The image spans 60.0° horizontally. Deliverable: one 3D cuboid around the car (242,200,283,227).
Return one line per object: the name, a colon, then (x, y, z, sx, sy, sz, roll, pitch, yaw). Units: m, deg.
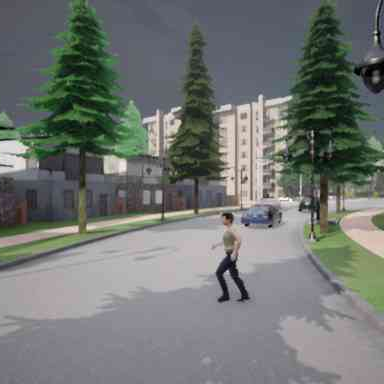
car: (4.838, 1.522, 22.480, 2.033, 1.411, 5.357, 0, 0, 24)

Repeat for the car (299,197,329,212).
car: (13.681, 1.310, 37.260, 2.097, 1.767, 4.553, 0, 0, 39)

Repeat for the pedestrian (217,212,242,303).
pedestrian: (0.754, 1.286, 6.695, 0.375, 1.860, 0.375, 0, 0, 7)
